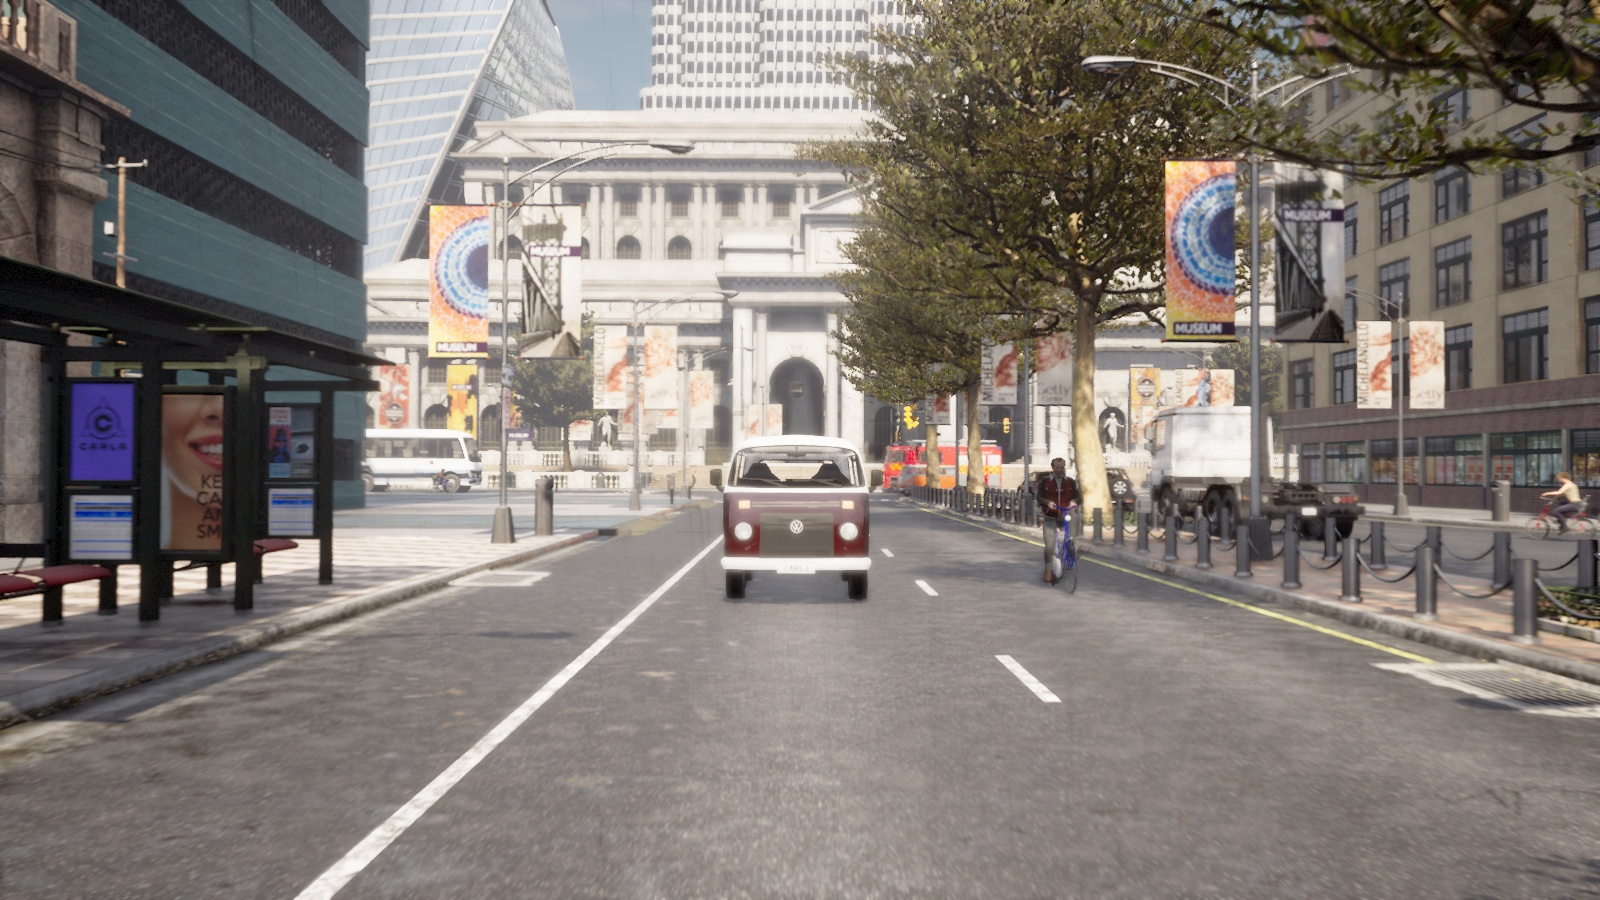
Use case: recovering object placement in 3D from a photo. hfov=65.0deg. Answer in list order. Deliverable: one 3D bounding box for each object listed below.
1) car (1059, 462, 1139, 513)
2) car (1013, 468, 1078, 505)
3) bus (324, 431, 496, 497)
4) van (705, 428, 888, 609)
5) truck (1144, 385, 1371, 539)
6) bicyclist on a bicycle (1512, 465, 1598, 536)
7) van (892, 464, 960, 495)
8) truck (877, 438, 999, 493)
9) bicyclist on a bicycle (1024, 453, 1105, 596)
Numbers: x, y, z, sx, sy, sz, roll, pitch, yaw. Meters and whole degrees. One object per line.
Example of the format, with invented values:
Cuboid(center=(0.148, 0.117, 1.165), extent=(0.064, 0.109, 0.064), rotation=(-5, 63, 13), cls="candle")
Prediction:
Cuboid(center=(11.383, 1.391, 48.113), extent=(1.932, 1.855, 4.605), rotation=(0, -1, 0), cls="car")
Cuboid(center=(11.309, 1.673, 58.176), extent=(2.033, 1.649, 4.856), rotation=(0, -1, 0), cls="car")
Cuboid(center=(-25.896, 0.947, 83.926), extent=(10.273, 4.253, 3.944), rotation=(0, -1, 0), cls="bus")
Cuboid(center=(-0.042, 0.814, 16.491), extent=(2.069, 2.038, 4.480), rotation=(0, -1, 0), cls="van")
Cuboid(center=(11.417, 0.328, 32.303), extent=(2.891, 3.462, 7.936), rotation=(0, -1, 0), cls="truck")
Cuboid(center=(17.549, 1.170, 29.224), extent=(0.866, 1.612, 1.509), rotation=(3, -3, -39), cls="bicyclist on a bicycle")
Cuboid(center=(8.286, 1.908, 82.077), extent=(4.442, 1.987, 1.775), rotation=(1, -1, -39), cls="van")
Cuboid(center=(9.940, 1.132, 90.880), extent=(8.468, 3.827, 2.891), rotation=(0, -1, 0), cls="truck")
Cuboid(center=(3.459, 0.949, 16.566), extent=(0.659, 1.776, 1.843), rotation=(0, -1, 0), cls="bicyclist on a bicycle")
